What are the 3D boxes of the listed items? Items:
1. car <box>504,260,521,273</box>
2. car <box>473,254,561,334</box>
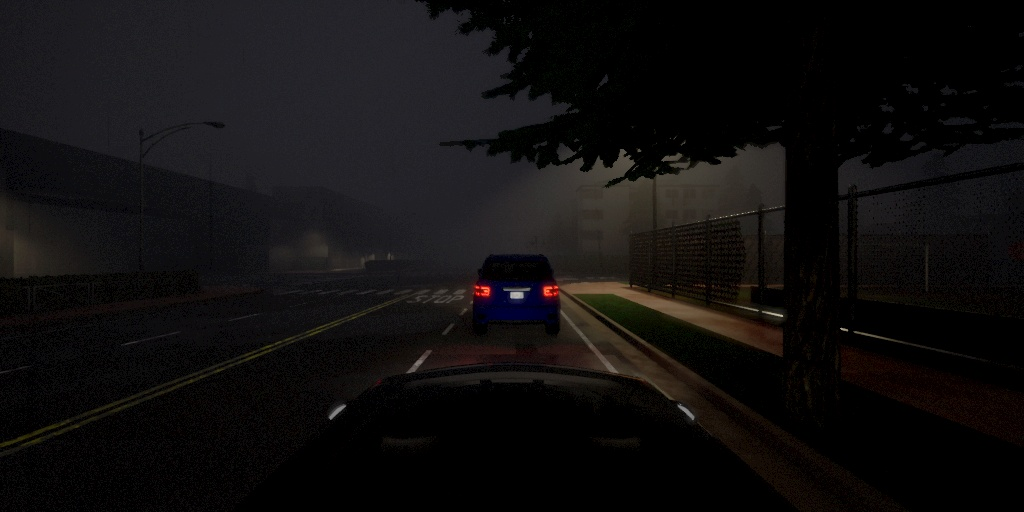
[{"bbox_3d":[0.032,1.242,45.583,2.128,1.511,4.902,0,0,0],"label":"car"},{"bbox_3d":[0.117,0.972,10.707,2.150,2.045,5.566,0,0,0],"label":"car"}]
